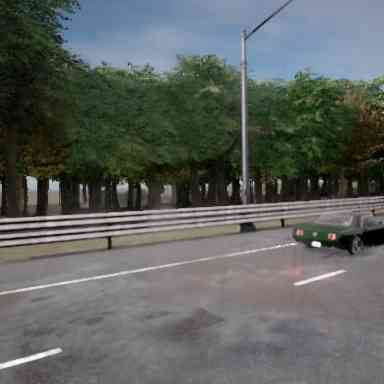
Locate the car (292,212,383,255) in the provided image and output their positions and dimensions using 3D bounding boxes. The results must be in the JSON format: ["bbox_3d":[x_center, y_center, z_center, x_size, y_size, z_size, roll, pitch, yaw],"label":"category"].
[{"bbox_3d":[5.925,1.392,12.262,4.718,1.301,1.895,-2,1,-35],"label":"car"}]
